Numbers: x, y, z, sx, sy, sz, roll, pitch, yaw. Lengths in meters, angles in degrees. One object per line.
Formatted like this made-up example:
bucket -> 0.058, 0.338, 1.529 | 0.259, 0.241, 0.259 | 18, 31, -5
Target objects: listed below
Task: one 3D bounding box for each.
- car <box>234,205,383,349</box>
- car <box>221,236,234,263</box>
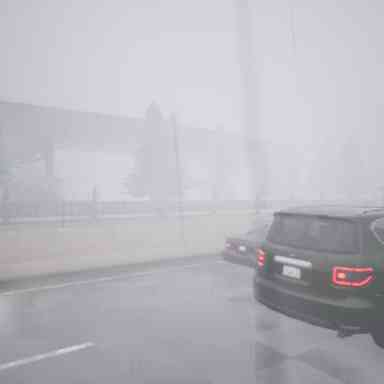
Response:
car -> 3.662, 1.272, 6.428 | 5.566, 2.045, 2.150 | 0, 0, -35
car -> 3.430, 1.611, 10.539 | 5.357, 1.411, 2.033 | 0, 0, -35
